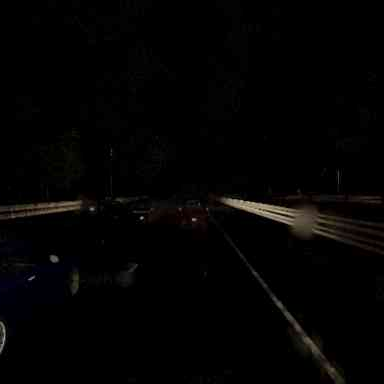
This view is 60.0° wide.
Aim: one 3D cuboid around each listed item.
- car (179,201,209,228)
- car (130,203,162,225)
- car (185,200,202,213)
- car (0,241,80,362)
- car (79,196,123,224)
[{"bbox_3d":[0.126,1.536,22.598,1.882,1.535,5.008,0,0,0],"label":"car"},{"bbox_3d":[-3.372,1.556,24.851,2.128,1.511,4.902,0,0,0],"label":"car"},{"bbox_3d":[0.148,1.705,40.440,1.895,1.301,4.718,0,0,0],"label":"car"},{"bbox_3d":[-3.393,1.540,5.513,1.812,1.442,4.674,0,0,0],"label":"car"},{"bbox_3d":[-6.870,1.287,25.579,2.150,2.045,5.566,0,0,0],"label":"car"}]
